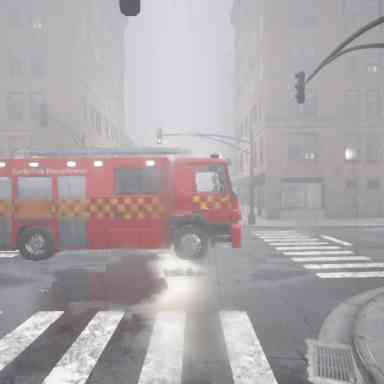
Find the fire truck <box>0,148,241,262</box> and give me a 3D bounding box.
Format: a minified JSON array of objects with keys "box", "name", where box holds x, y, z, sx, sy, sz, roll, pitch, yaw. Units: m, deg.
[{"box":[-2.615,0.330,12.042,8.468,3.827,2.891,-1,0,0],"name":"fire truck"}]
